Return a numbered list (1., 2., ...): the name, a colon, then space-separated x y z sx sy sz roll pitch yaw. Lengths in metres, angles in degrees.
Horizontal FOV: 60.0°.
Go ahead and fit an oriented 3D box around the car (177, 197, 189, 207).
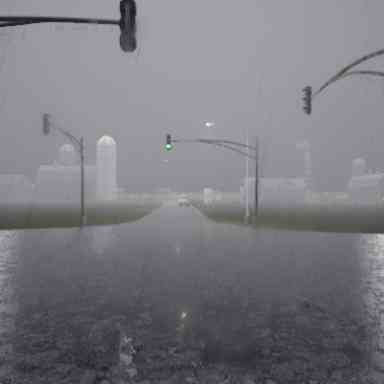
1. car: -1.546 2.176 66.114 1.812 1.442 4.674 0 -1 -3
